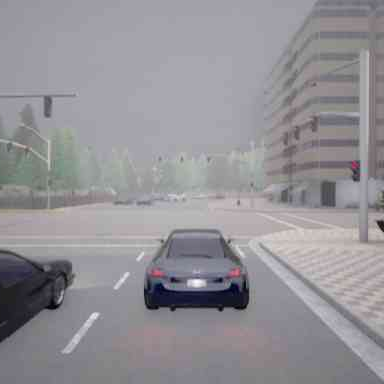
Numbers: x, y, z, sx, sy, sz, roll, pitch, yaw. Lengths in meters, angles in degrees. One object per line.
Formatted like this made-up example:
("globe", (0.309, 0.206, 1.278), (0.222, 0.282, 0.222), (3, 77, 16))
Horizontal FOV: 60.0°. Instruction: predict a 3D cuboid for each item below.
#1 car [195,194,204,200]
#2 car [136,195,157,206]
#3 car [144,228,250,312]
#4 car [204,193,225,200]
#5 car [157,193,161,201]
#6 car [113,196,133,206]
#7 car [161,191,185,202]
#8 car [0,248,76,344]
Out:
("car", (2.788, 1.129, 79.120), (4.674, 1.442, 1.812), (0, 0, -45))
("car", (-6.749, 1.237, 48.180), (1.882, 1.535, 5.008), (0, 0, 3))
("car", (0.090, 1.525, 7.727), (1.994, 1.385, 4.181), (0, 0, 0))
("car", (5.566, 0.967, 76.927), (4.553, 1.767, 2.097), (0, 0, -45))
("car", (-5.898, 1.018, 66.941), (2.097, 1.767, 4.553), (0, 0, 25))
("car", (-10.224, 1.298, 49.928), (2.033, 1.411, 5.357), (0, 0, 4))
("car", (-3.215, 0.898, 64.470), (2.150, 2.045, 5.566), (0, 1, 25))
("car", (-3.428, 1.523, 4.693), (2.033, 1.411, 5.357), (0, 0, 0))
